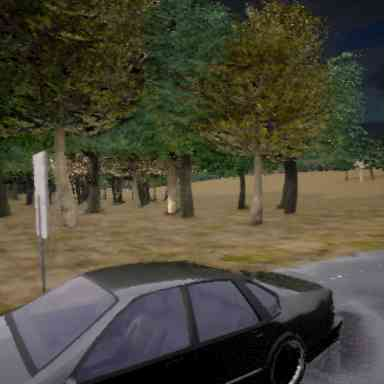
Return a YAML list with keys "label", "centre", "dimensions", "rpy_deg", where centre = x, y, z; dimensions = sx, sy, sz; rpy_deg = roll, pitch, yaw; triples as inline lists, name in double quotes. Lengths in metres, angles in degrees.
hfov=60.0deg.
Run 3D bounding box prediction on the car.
- label: "car"
  centre: [-0.539, 1.549, 3.608]
  dimensions: [5.357, 1.411, 2.033]
  rpy_deg: [0, 0, -36]
